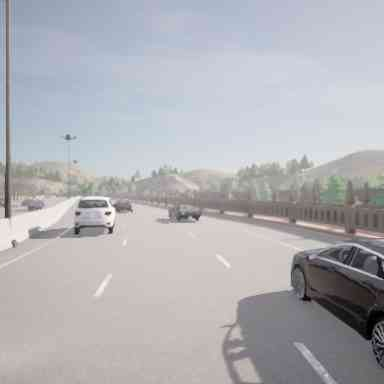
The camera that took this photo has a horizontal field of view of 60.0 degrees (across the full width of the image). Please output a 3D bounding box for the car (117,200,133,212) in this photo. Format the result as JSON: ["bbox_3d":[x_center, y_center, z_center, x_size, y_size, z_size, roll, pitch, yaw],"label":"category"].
[{"bbox_3d":[-8.656,1.706,41.946,2.128,1.511,4.902,0,0,-18],"label":"car"}]

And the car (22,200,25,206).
[{"bbox_3d":[-29.874,1.911,61.094,1.994,1.385,4.181,0,0,-18],"label":"car"}]

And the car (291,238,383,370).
[{"bbox_3d":[3.208,1.510,5.522,2.128,1.511,4.902,0,0,-3],"label":"car"}]

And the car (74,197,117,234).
[{"bbox_3d":[-5.867,1.331,20.396,2.150,2.045,5.566,0,0,-12],"label":"car"}]

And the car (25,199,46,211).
[{"bbox_3d":[-20.899,1.785,44.955,1.812,1.442,4.674,0,0,-18],"label":"car"}]

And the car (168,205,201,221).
[{"bbox_3d":[-0.748,1.735,28.576,1.895,1.301,4.718,0,0,-16],"label":"car"}]

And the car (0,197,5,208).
[{"bbox_3d":[-31.522,1.683,54.861,2.097,1.767,4.553,0,0,-18],"label":"car"}]
